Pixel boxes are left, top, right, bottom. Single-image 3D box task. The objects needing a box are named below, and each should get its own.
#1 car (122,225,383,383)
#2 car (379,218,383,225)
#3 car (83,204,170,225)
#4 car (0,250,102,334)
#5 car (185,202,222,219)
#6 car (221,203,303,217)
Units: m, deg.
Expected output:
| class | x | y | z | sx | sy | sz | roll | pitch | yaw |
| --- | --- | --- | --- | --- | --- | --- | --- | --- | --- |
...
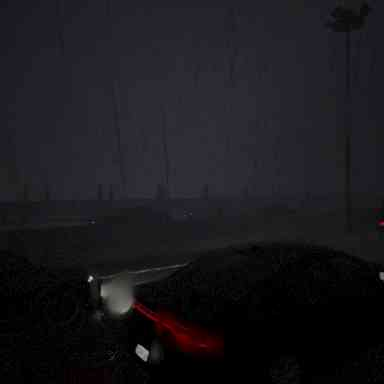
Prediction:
| class | x | y | z | sx | sy | sz | roll | pitch | yaw |
| --- | --- | --- | --- | --- | --- | --- | --- | --- | --- |
| car | 1.507 | 1.460 | 4.821 | 5.008 | 1.535 | 1.882 | 0 | 0 | -36 |
| car | 10.893 | 1.465 | 15.814 | 5.357 | 1.411 | 2.033 | 0 | 0 | -36 |
| car | -3.557 | 1.468 | 18.651 | 4.892 | 1.490 | 1.837 | 0 | 0 | -35 |
| car | -3.668 | 1.563 | 5.428 | 4.181 | 1.385 | 1.994 | 0 | 0 | -36 |
| car | 1.513 | 1.487 | 26.561 | 4.181 | 1.385 | 1.994 | 0 | 0 | -35 |
| car | 4.631 | 1.476 | 20.190 | 5.357 | 1.411 | 2.033 | 0 | 0 | -35 |
